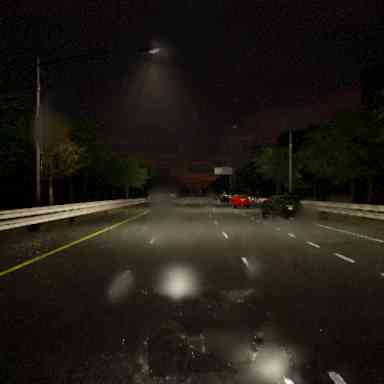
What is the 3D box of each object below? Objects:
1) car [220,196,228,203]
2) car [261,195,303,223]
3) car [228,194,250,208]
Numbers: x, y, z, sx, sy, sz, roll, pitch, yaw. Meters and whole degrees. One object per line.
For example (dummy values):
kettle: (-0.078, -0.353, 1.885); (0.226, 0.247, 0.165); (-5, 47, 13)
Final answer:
car: (7.265, 1.691, 73.810); (1.837, 1.490, 4.892); (0, 0, 0)
car: (7.025, 1.274, 26.326); (2.150, 2.045, 5.566); (0, 0, 0)
car: (7.110, 1.339, 49.161); (2.150, 2.045, 5.566); (0, 0, 0)
